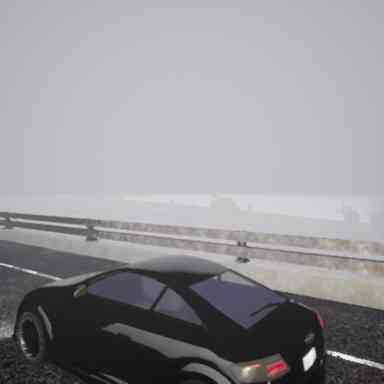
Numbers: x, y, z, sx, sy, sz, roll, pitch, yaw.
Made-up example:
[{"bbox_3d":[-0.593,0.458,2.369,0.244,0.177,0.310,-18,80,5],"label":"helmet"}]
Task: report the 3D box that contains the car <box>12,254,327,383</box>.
[{"bbox_3d":[-0.499,1.554,4.363,4.181,1.385,1.994,0,0,36],"label":"car"}]
